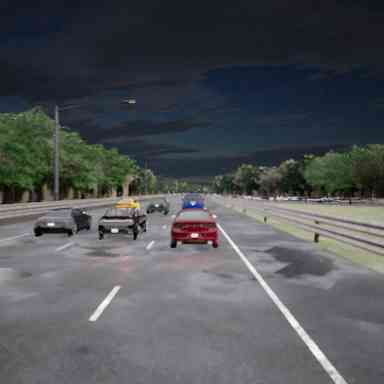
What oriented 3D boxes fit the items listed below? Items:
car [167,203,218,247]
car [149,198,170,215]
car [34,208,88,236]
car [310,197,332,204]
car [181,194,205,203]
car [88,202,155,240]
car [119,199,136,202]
[{"bbox_3d":[0.100,1.469,14.939,1.882,1.535,5.008,0,0,0],"label":"car"},{"bbox_3d":[-3.400,1.347,34.285,2.097,1.767,4.553,0,0,0],"label":"car"},{"bbox_3d":[-6.900,1.555,18.285,1.994,1.385,4.181,0,0,0],"label":"car"},{"bbox_3d":[27.268,1.711,70.448,1.882,1.535,5.008,0,0,-24],"label":"car"},{"bbox_3d":[0.101,1.215,33.811,2.150,2.045,5.566,0,0,0],"label":"car"},{"bbox_3d":[-3.398,1.483,17.067,2.128,1.511,4.902,0,0,0],"label":"car"},{"bbox_3d":[-6.899,1.474,36.137,1.882,1.535,5.008,0,0,0],"label":"car"}]
